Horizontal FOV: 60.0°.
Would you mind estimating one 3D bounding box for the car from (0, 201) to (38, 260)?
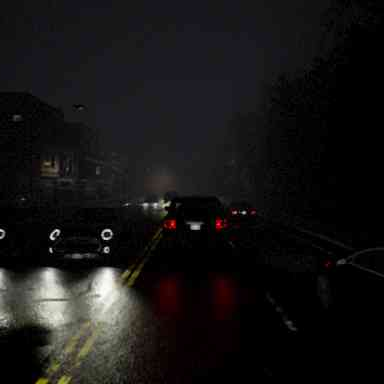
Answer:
[{"bbox_3d":[-6.594,1.258,11.900,2.097,1.767,4.553,0,0,0],"label":"car"}]

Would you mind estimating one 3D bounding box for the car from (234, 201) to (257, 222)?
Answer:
[{"bbox_3d":[3.362,1.361,23.965,2.033,1.411,5.357,0,0,0],"label":"car"}]

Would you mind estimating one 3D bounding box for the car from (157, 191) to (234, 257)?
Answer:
[{"bbox_3d":[0.106,1.122,12.644,2.150,2.045,5.566,0,0,0],"label":"car"}]

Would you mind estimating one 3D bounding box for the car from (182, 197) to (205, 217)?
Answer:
[{"bbox_3d":[0.115,1.276,29.396,1.837,1.490,4.892,0,0,0],"label":"car"}]

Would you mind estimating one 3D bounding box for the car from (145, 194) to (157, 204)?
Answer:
[{"bbox_3d":[-6.524,1.105,54.030,1.812,1.442,4.674,0,1,1],"label":"car"}]

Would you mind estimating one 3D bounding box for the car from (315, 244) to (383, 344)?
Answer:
[{"bbox_3d":[3.349,1.454,4.691,2.128,1.511,4.902,0,0,0],"label":"car"}]

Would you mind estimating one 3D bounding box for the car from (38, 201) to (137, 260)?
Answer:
[{"bbox_3d":[-3.344,1.259,11.901,2.097,1.767,4.553,0,0,0],"label":"car"}]
